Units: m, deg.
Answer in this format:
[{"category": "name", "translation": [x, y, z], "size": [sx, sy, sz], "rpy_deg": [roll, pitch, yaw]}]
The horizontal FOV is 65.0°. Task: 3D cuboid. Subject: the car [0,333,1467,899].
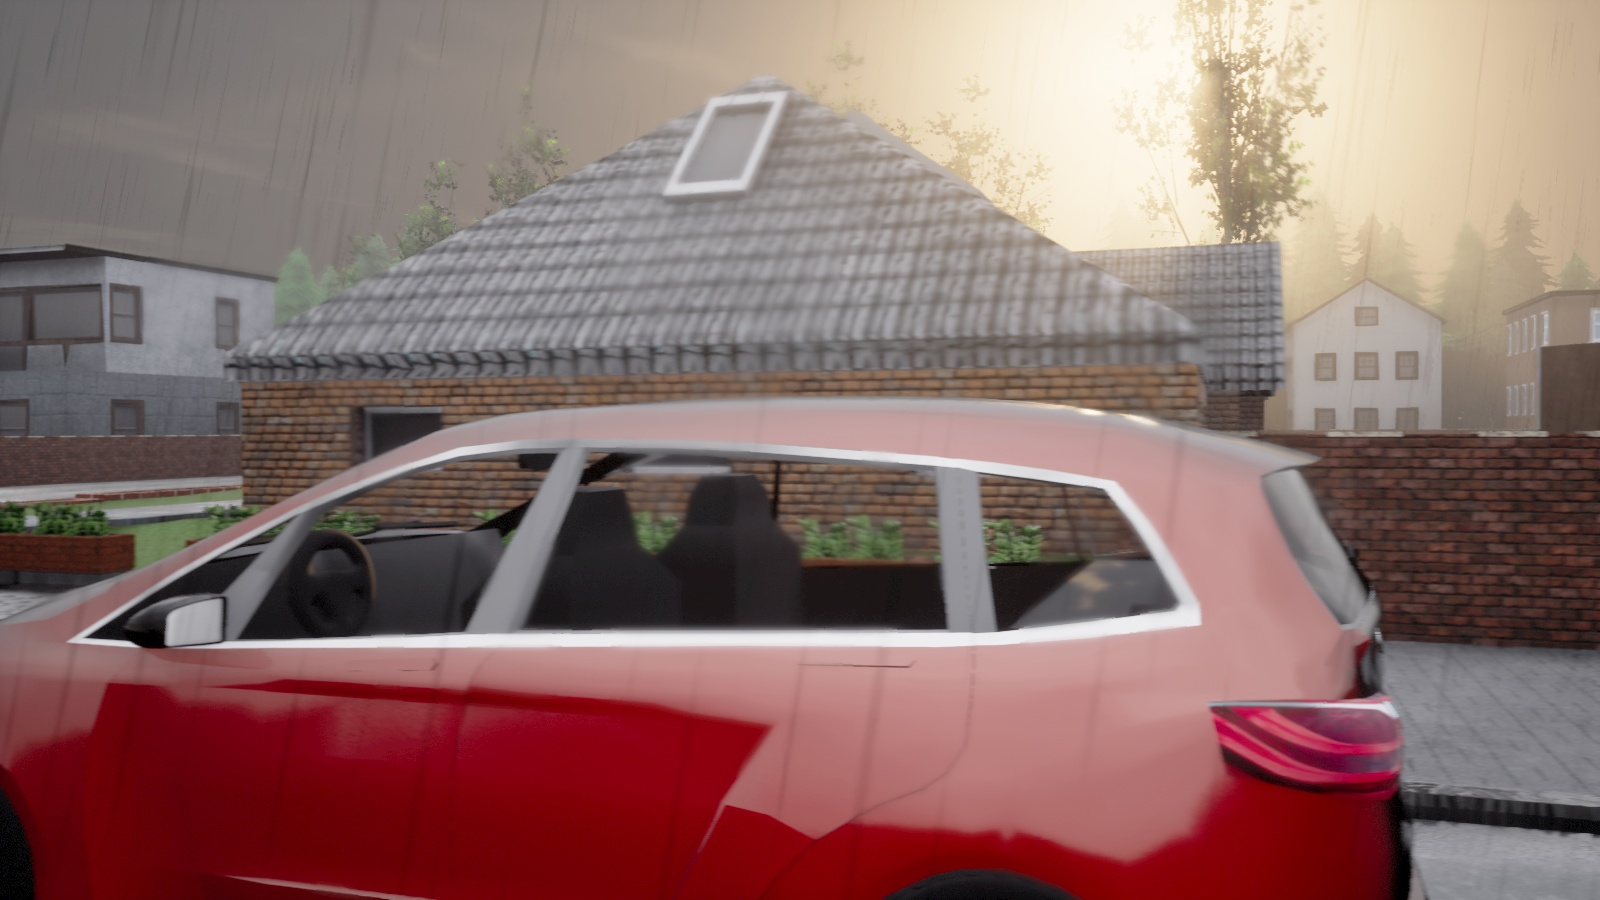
[{"category": "car", "translation": [-0.691, 0.606, 3.914], "size": [4.611, 1.667, 2.242], "rpy_deg": [1, 1, 20]}]
